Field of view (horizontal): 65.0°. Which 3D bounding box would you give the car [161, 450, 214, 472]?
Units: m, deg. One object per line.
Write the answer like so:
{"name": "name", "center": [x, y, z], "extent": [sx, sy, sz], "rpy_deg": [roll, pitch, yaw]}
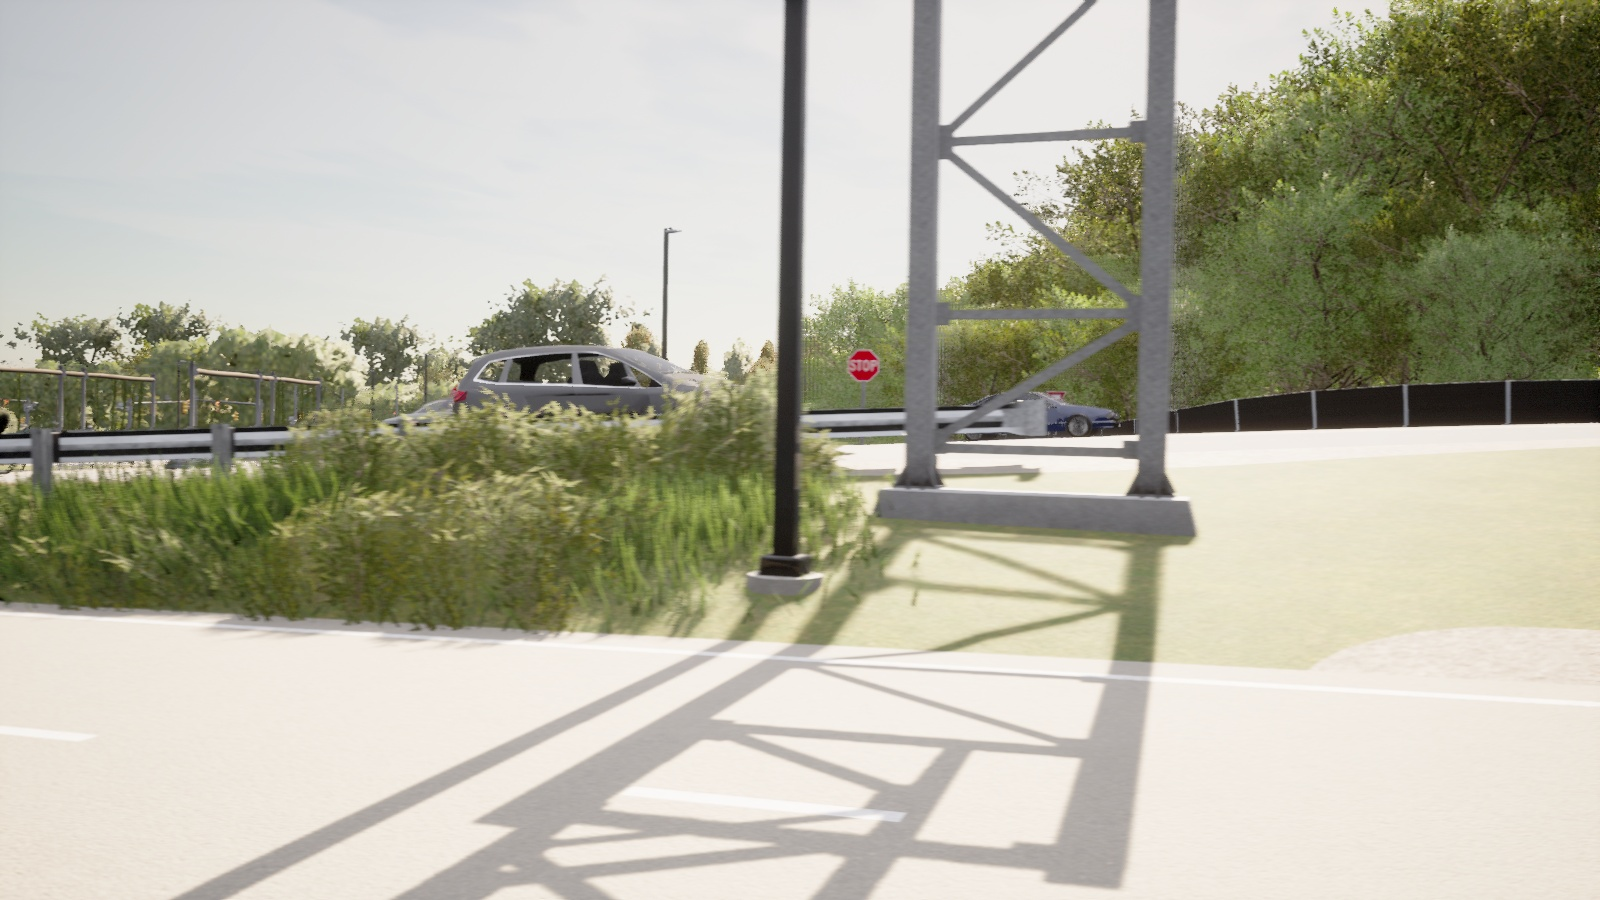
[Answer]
{"name": "car", "center": [-40.943, 0.709, 84.093], "extent": [1.994, 1.385, 4.181], "rpy_deg": [1, 0, -9]}

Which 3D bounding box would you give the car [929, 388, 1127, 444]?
{"name": "car", "center": [6.677, -0.955, 36.734], "extent": [5.357, 1.411, 2.033], "rpy_deg": [-2, 0, 22]}

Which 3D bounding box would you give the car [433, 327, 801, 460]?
{"name": "car", "center": [-2.529, -0.756, 17.792], "extent": [4.611, 1.667, 2.242], "rpy_deg": [-1, 2, 17]}
